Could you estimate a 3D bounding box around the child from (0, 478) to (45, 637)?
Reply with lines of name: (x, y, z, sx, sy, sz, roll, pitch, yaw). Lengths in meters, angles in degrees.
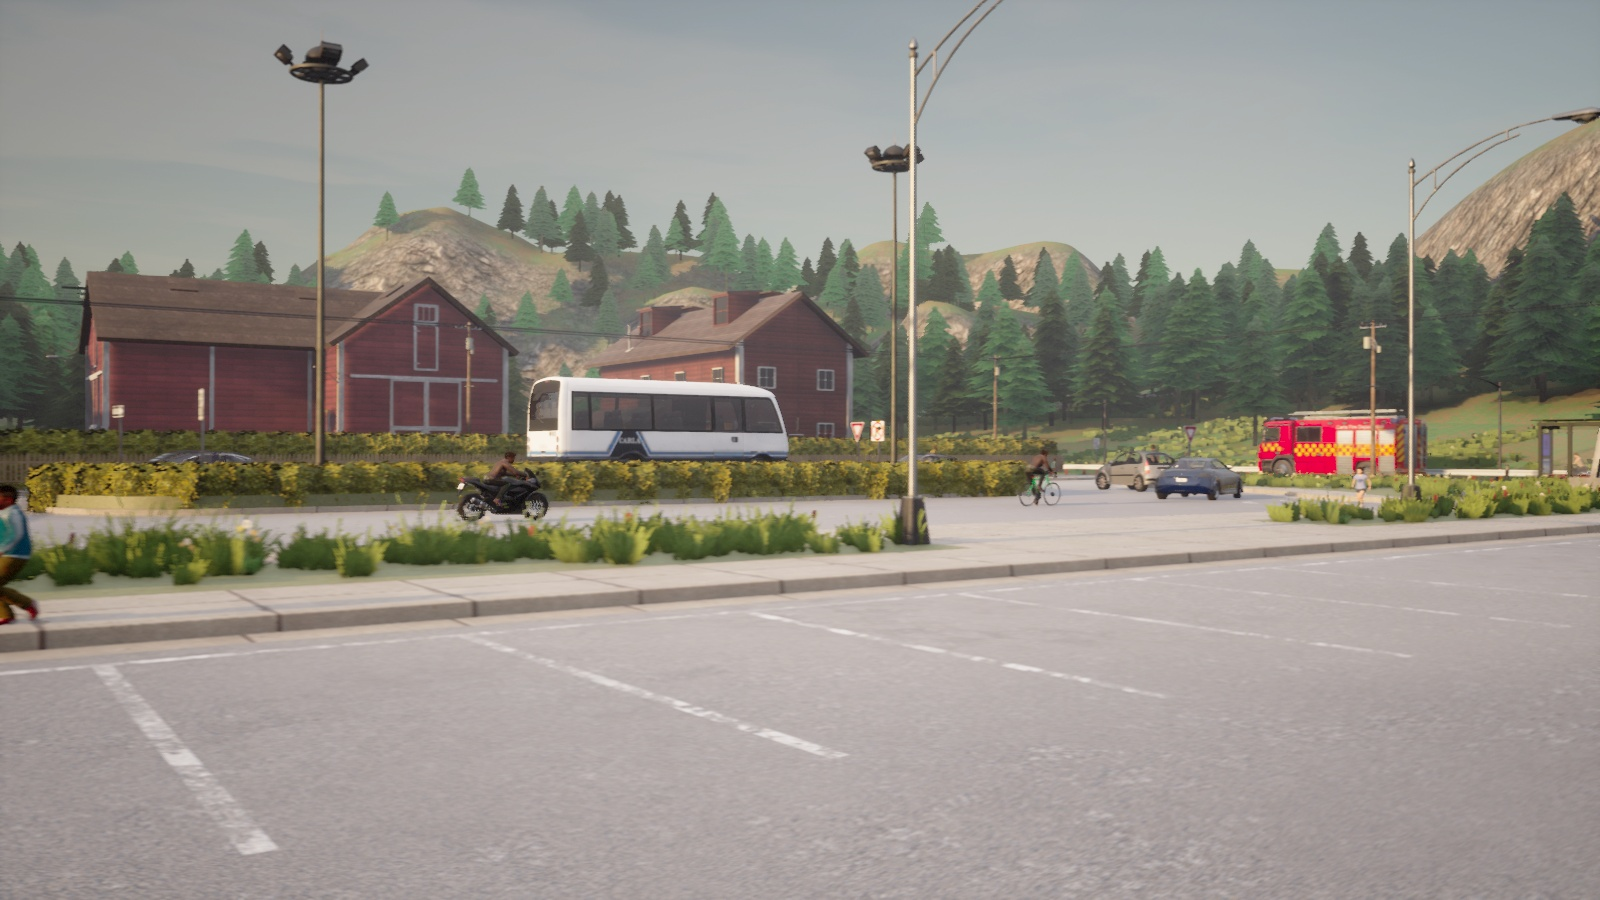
child: (-6.098, 0.817, 9.687, 0.448, 1.192, 0.343, 0, 0, -36)

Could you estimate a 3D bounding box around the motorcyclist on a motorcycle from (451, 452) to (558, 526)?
motorcyclist on a motorcycle: (-6.263, 0.806, 26.662, 2.044, 1.523, 0.797, 0, 0, -34)

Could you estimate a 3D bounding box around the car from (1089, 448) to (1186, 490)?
car: (13.544, 0.738, 50.610, 1.851, 1.617, 3.988, 0, 0, -19)

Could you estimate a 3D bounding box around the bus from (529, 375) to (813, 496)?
bus: (-4.851, -0.502, 48.610, 10.273, 4.253, 3.944, 0, 0, -34)

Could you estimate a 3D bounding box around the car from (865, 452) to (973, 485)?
car: (5.688, 0.836, 59.976, 4.902, 1.511, 2.128, 0, 0, -34)

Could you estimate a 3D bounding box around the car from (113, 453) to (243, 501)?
car: (-20.794, 0.870, 42.028, 3.705, 1.549, 1.789, 0, 0, -34)

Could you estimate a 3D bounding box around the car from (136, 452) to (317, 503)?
car: (-18.078, 0.836, 39.641, 4.902, 1.511, 2.128, 0, 0, -34)

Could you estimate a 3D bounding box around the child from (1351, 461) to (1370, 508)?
child: (13.451, 0.825, 30.119, 0.394, 1.110, 0.255, 0, 0, -38)

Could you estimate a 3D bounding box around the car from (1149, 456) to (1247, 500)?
car: (13.320, 0.883, 41.850, 1.994, 1.385, 4.181, 0, 0, 34)

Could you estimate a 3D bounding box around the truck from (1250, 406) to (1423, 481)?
truck: (29.127, -0.313, 68.568, 2.891, 3.827, 8.468, 0, 0, -34)

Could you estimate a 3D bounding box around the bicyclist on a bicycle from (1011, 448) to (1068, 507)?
bicyclist on a bicycle: (6.800, 0.771, 35.644, 1.656, 1.620, 0.582, 1, -1, -34)
